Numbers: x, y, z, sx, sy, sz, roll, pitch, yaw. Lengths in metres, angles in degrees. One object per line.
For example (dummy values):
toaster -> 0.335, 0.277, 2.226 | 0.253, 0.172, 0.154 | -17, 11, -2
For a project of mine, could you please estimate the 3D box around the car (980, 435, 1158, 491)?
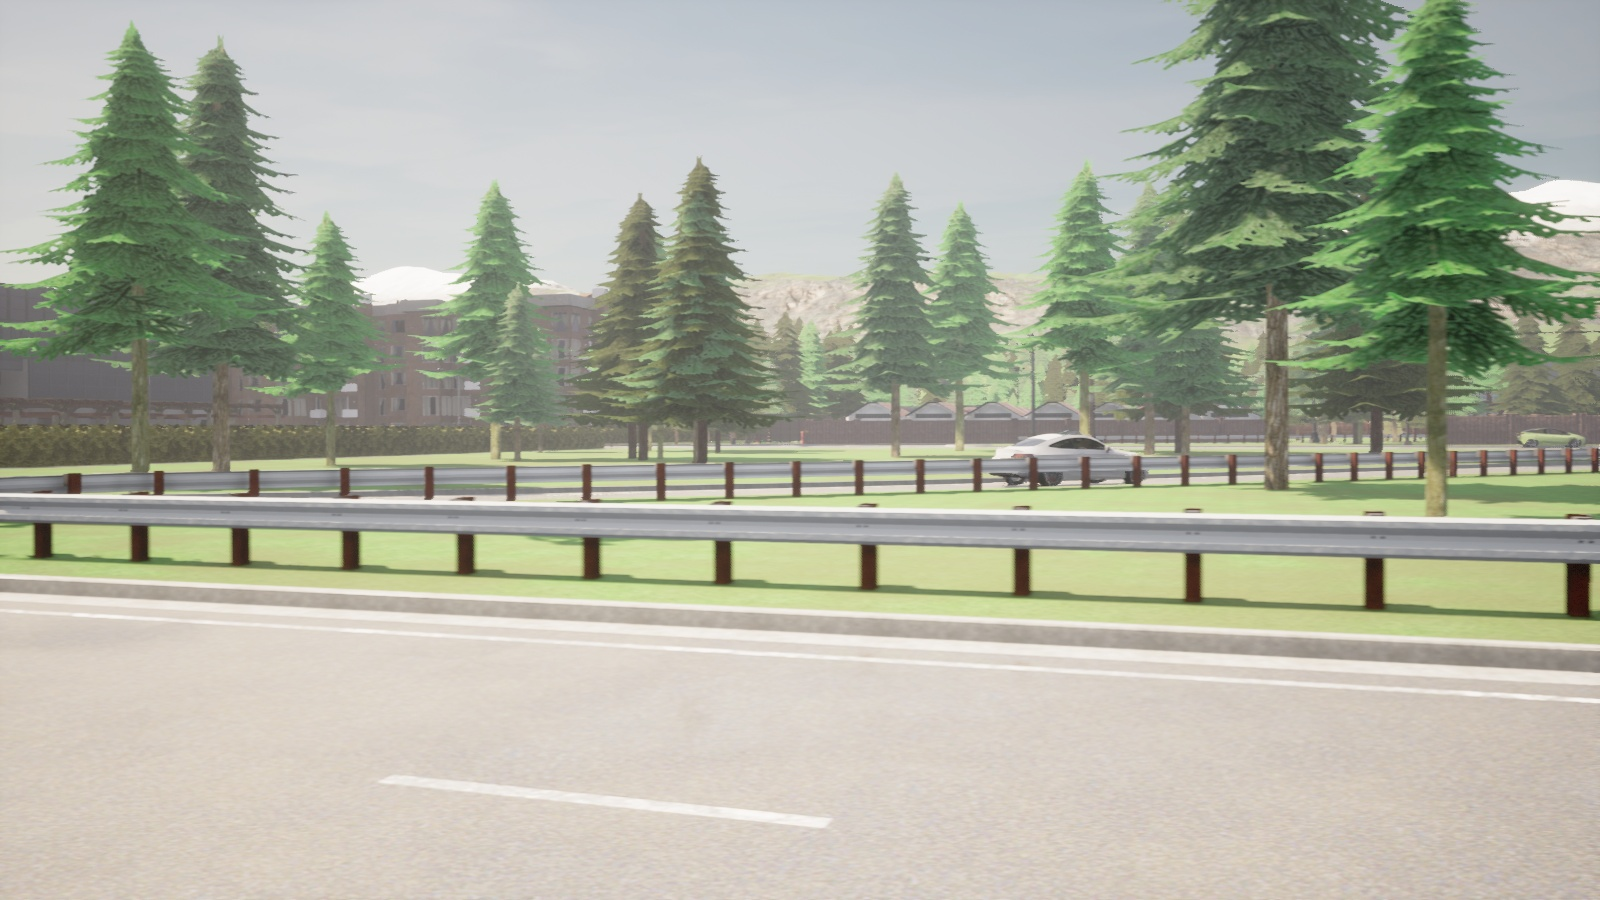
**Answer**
car -> 7.428, 0.326, 34.596 | 4.674, 1.442, 1.812 | 0, 1, -26
